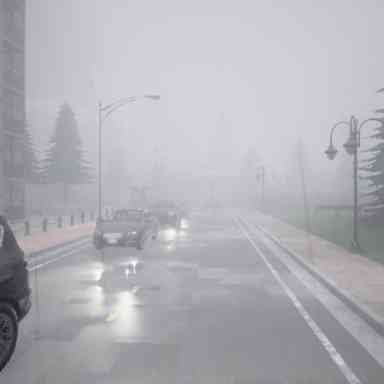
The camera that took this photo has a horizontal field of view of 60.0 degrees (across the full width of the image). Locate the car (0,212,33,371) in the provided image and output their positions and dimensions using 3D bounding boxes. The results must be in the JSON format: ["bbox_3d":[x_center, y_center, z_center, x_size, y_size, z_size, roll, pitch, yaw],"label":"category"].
[{"bbox_3d":[-3.532,1.227,2.601,2.150,2.045,5.566,0,-1,4],"label":"car"}]

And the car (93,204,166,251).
[{"bbox_3d":[-2.691,1.504,14.400,2.128,1.511,4.902,0,0,4],"label":"car"}]

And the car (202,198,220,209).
[{"bbox_3d":[2.656,1.535,46.562,2.128,1.511,4.902,0,0,-8],"label":"car"}]

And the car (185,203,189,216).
[{"bbox_3d":[-1.401,1.627,32.034,1.895,1.301,4.718,0,0,5],"label":"car"}]

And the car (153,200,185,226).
[{"bbox_3d":[-1.989,1.371,23.433,2.097,1.767,4.553,0,0,5],"label":"car"}]
